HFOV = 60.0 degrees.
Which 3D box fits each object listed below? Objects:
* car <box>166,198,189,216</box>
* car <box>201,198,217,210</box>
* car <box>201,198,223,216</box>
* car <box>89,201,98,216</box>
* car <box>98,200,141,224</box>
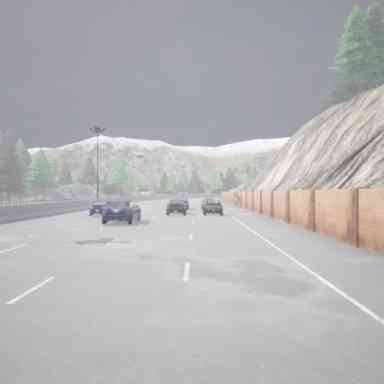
[{"bbox_3d":[-1.486,1.503,32.950,1.837,1.490,4.892,0,0,0],"label":"car"},{"bbox_3d":[2.148,1.524,43.208,1.812,1.442,4.674,0,0,1],"label":"car"},{"bbox_3d":[2.012,1.490,32.758,2.128,1.511,4.902,0,0,1],"label":"car"},{"bbox_3d":[-8.497,1.524,32.187,1.812,1.442,4.674,0,0,1],"label":"car"},{"bbox_3d":[-5.096,1.350,24.621,2.097,1.767,4.553,0,0,1],"label":"car"}]
